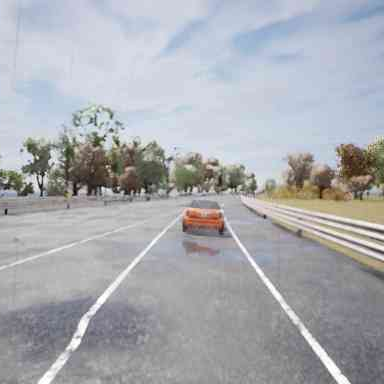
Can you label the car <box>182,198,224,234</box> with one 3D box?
[{"bbox_3d":[0.662,1.145,18.436,2.097,1.767,4.553,4,0,2],"label":"car"}]
